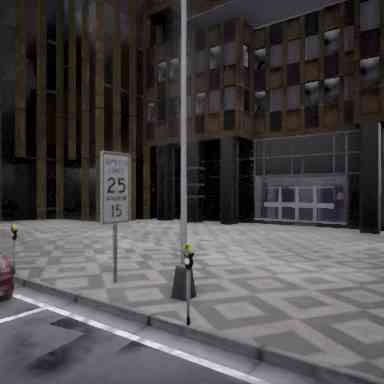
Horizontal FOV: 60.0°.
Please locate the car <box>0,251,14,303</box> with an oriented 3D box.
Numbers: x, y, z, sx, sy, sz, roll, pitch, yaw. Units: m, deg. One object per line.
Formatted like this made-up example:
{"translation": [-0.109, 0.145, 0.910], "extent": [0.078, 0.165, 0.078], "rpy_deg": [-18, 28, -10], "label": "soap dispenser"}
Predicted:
{"translation": [-5.532, 1.439, 6.909], "extent": [4.097, 1.590, 1.967], "rpy_deg": [0, 0, 36], "label": "car"}
